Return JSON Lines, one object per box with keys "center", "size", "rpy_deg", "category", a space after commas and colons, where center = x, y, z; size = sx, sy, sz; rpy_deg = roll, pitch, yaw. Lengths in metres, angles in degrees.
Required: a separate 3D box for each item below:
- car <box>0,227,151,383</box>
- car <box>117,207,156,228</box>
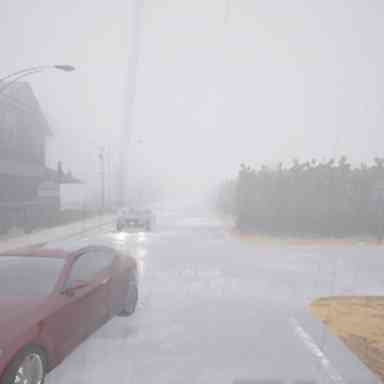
{"center": [-2.244, 1.547, 5.039], "size": [1.812, 1.442, 4.674], "rpy_deg": [0, 0, 11], "category": "car"}
{"center": [-3.481, 1.652, 21.350], "size": [1.994, 1.385, 4.181], "rpy_deg": [0, 0, 1], "category": "car"}
